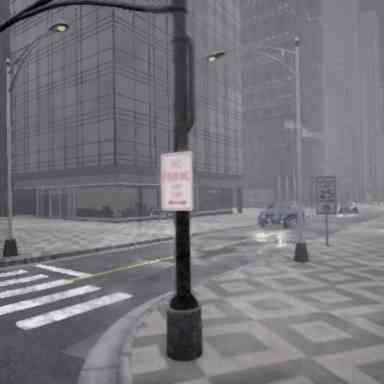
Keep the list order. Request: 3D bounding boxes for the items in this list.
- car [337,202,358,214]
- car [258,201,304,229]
[{"bbox_3d":[22.208,2.183,47.391,2.097,1.767,4.553,-1,-2,36],"label":"car"},{"bbox_3d":[7.222,1.750,26.533,2.150,2.045,5.566,-1,-1,36],"label":"car"}]
